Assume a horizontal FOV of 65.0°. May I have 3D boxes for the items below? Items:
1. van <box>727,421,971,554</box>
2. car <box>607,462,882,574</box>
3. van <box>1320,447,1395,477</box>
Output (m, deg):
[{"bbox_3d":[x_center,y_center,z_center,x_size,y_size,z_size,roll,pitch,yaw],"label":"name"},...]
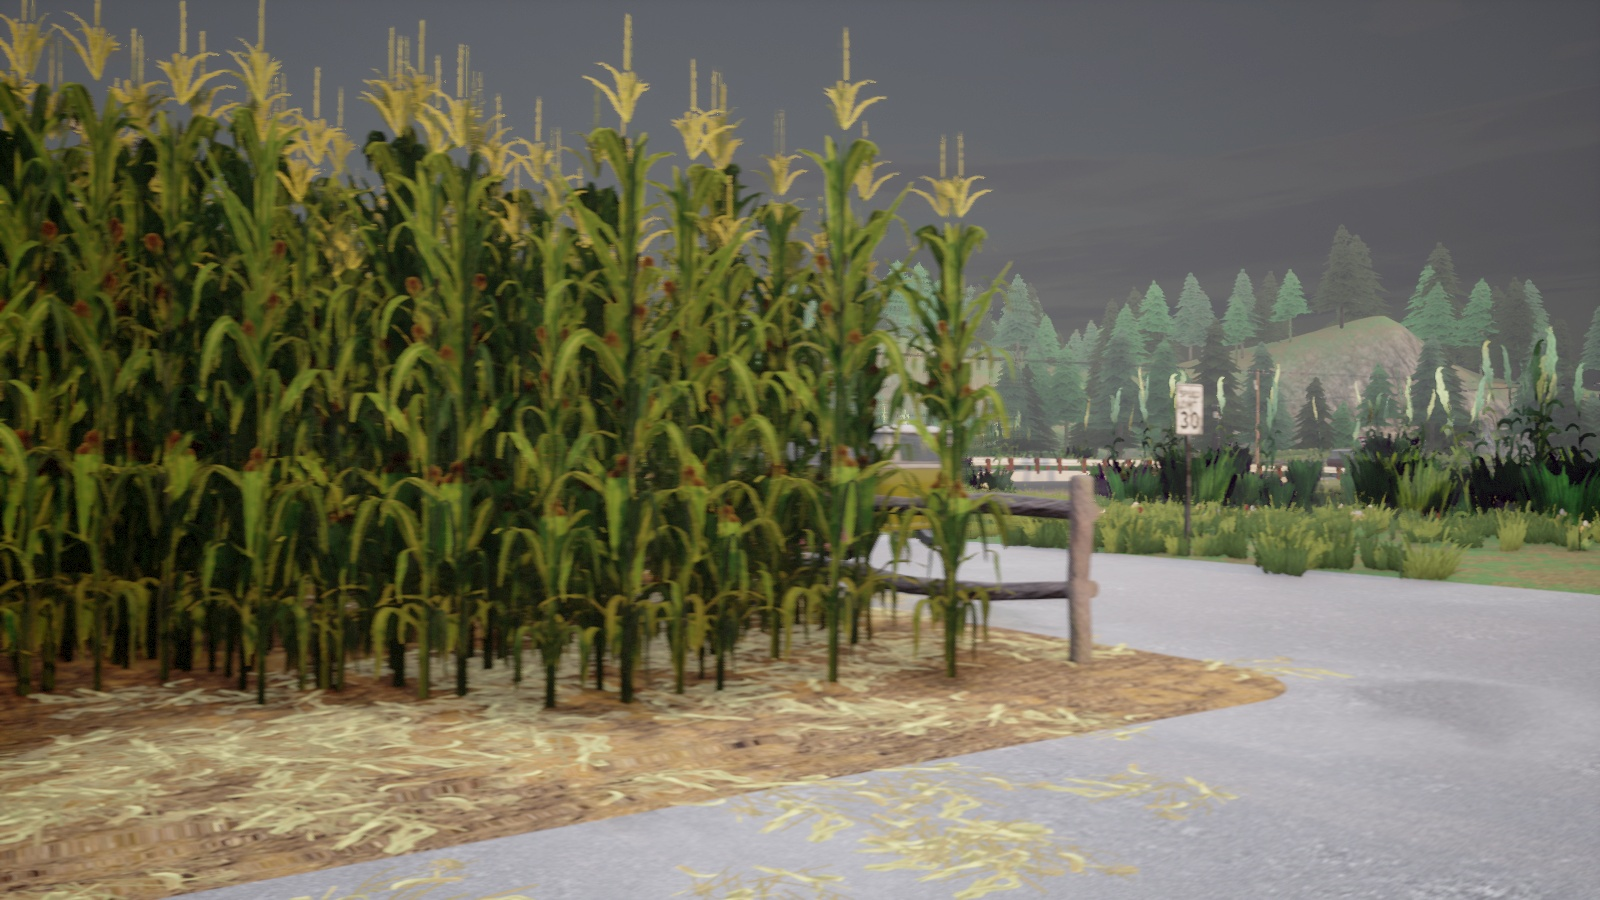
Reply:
[{"bbox_3d":[0.704,0.570,21.164,1.775,1.987,4.442,0,0,-35],"label":"van"},{"bbox_3d":[-0.918,0.872,18.064,1.994,1.385,4.181,0,0,-36],"label":"car"},{"bbox_3d":[37.678,0.770,84.934,1.775,1.987,4.442,0,0,-29],"label":"van"}]
